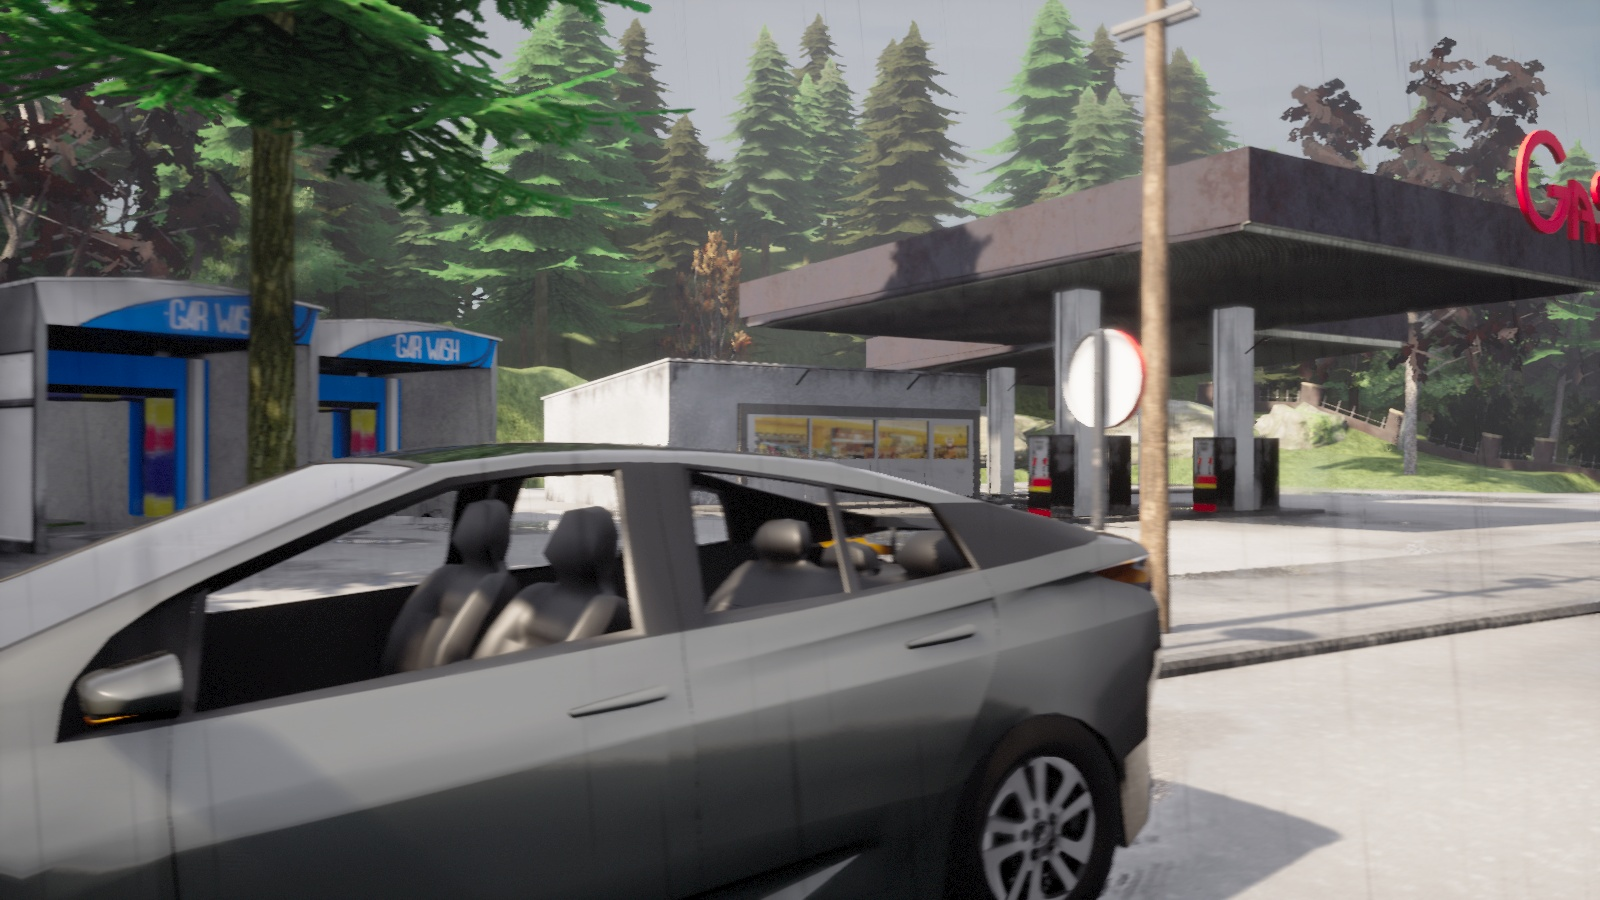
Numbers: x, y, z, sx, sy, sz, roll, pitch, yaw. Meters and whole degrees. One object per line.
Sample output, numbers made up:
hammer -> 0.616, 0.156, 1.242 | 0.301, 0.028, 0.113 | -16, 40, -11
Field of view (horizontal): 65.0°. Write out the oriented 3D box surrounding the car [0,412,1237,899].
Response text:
car -> -1.027, 0.704, 3.553 | 4.514, 1.525, 2.007 | 0, 0, -35
